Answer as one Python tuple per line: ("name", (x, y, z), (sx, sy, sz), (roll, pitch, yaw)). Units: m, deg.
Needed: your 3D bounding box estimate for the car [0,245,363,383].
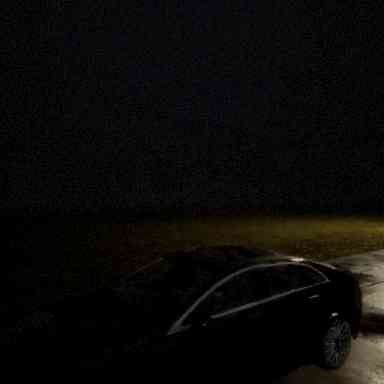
("car", (0.184, 1.502, 4.122), (4.902, 1.511, 2.128), (0, 0, -35))
